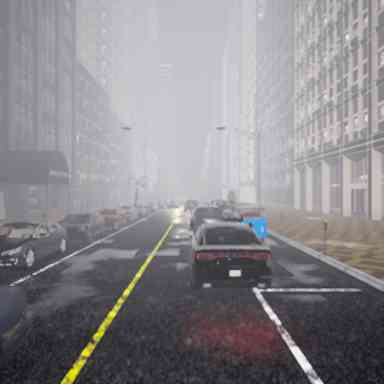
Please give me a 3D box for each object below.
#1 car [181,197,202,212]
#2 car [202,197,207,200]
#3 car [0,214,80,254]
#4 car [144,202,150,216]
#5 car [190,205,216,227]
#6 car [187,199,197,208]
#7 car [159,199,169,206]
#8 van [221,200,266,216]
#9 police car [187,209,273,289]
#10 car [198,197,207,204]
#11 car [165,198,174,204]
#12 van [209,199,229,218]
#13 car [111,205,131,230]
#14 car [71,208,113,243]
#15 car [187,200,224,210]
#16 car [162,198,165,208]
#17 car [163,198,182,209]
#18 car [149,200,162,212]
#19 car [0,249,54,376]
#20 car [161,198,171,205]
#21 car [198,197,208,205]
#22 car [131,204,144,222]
[{"bbox_3d":[0.005,1.777,45.746,2.097,1.767,4.553,0,-1,0],"label":"car"},{"bbox_3d":[2.677,2.079,56.853,2.008,1.369,4.403,-1,-1,0],"label":"car"},{"bbox_3d":[-5.699,1.658,11.385,2.008,1.369,4.403,-1,-1,0],"label":"car"},{"bbox_3d":[-5.701,1.900,34.118,1.802,1.307,4.206,-1,-1,0],"label":"car"},{"bbox_3d":[0.822,1.763,25.428,1.812,1.442,4.674,0,-1,1],"label":"car"},{"bbox_3d":[-0.006,2.058,59.605,1.837,1.490,4.892,0,-1,0],"label":"car"},{"bbox_3d":[-5.705,2.215,68.218,1.802,1.307,4.206,-1,-1,0],"label":"car"},{"bbox_3d":[2.679,1.501,17.071,1.690,1.788,3.998,-1,-1,0],"label":"van"},{"bbox_3d":[0.899,1.515,9.526,1.930,1.638,5.238,0,-1,0],"label":"police car"},{"bbox_3d":[2.671,2.104,85.273,2.192,1.841,5.009,-1,-1,0],"label":"car"},{"bbox_3d":[-5.707,2.313,85.100,1.752,1.417,4.829,-1,-1,0],"label":"car"},{"bbox_3d":[2.677,1.659,34.122,1.690,1.788,3.998,-1,-1,0],"label":"van"},{"bbox_3d":[-5.700,1.757,22.752,1.887,1.381,4.507,-1,-1,0],"label":"car"},{"bbox_3d":[-5.699,1.726,17.068,1.947,1.339,4.313,-1,-1,0],"label":"car"},{"bbox_3d":[0.897,1.532,19.387,2.097,1.767,4.553,0,-1,0],"label":"car"},{"bbox_3d":[-5.704,2.079,56.852,2.008,1.369,4.403,-1,-1,0],"label":"car"},{"bbox_3d":[-3.019,2.049,53.919,2.033,1.411,5.357,0,-1,0],"label":"car"},{"bbox_3d":[-5.703,1.974,45.485,2.008,1.369,4.403,-1,-1,0],"label":"car"},{"bbox_3d":[-3.099,1.570,2.256,2.033,1.411,5.357,0,-1,0],"label":"car"},{"bbox_3d":[-5.707,2.125,73.903,1.967,1.590,4.097,-1,-1,0],"label":"car"},{"bbox_3d":[2.671,2.052,79.589,2.192,1.841,5.009,-1,-1,0],"label":"car"},{"bbox_3d":[-5.701,1.816,28.435,2.008,1.369,4.403,-1,-1,0],"label":"car"}]
